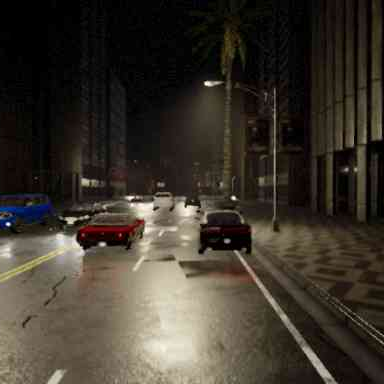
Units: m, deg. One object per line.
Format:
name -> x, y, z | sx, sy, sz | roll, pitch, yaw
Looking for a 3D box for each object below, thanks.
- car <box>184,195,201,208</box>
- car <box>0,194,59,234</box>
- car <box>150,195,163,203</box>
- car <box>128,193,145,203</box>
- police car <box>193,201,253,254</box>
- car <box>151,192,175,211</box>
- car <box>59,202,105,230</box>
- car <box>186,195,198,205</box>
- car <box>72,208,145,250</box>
car -> 0.081, 1.157, 44.444 | 2.097, 1.767, 4.553 | 0, 0, 0
car -> -9.860, 1.132, 18.803 | 2.150, 2.045, 5.566 | 0, 0, 0
car -> -6.523, 1.337, 62.191 | 1.895, 1.301, 4.718 | 0, 0, 1
car -> -9.778, 1.345, 60.175 | 1.895, 1.301, 4.718 | 0, 0, 0
police car -> 1.135, 1.361, 13.341 | 1.930, 1.638, 5.238 | 0, 0, 0
car -> -3.156, 1.050, 38.321 | 2.150, 2.045, 5.566 | 0, 0, 0
car -> -6.601, 1.394, 20.521 | 2.128, 1.511, 4.902 | 0, 0, 0
car -> -0.007, 1.306, 56.003 | 2.033, 1.411, 5.357 | 0, 0, 0
car -> -3.152, 1.533, 13.924 | 1.895, 1.301, 4.718 | 0, 0, 0
